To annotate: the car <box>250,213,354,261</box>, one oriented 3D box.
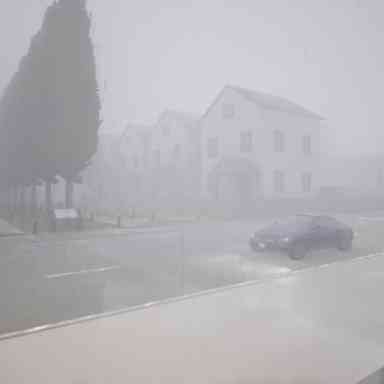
[{"bbox_3d":[4.263,1.542,12.536,4.674,1.442,1.812,0,0,-35],"label":"car"}]
